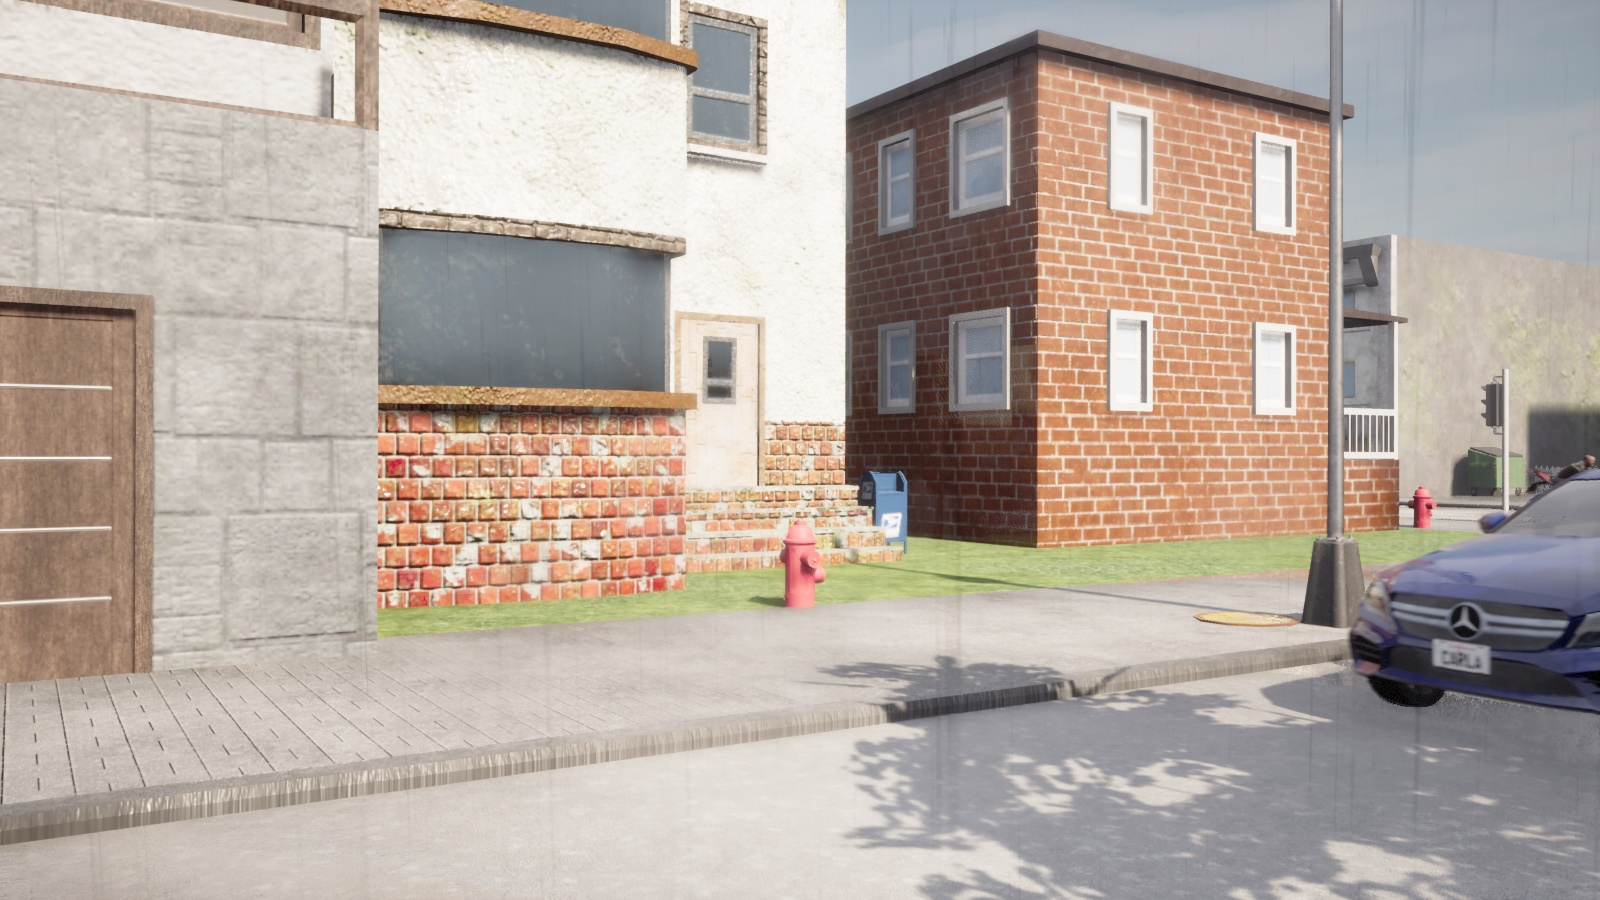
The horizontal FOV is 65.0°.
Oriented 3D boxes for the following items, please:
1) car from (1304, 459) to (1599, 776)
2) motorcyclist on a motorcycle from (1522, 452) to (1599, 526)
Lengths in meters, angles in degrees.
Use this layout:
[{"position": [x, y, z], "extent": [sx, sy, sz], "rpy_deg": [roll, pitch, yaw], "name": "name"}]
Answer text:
[{"position": [5.339, 0.778, 7.545], "extent": [4.674, 1.442, 1.812], "rpy_deg": [0, 0, -31], "name": "car"}, {"position": [16.581, 0.809, 26.475], "extent": [0.866, 1.530, 2.191], "rpy_deg": [0, 0, -32], "name": "motorcyclist on a motorcycle"}]
